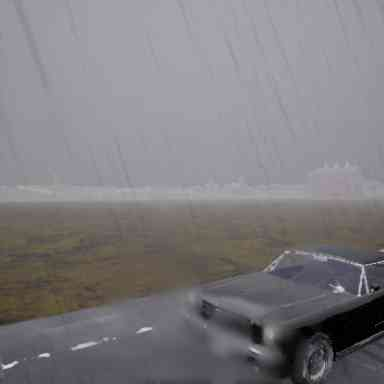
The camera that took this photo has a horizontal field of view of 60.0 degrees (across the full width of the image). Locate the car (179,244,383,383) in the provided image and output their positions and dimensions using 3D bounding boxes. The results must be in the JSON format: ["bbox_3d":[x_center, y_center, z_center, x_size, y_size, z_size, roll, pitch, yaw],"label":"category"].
[{"bbox_3d":[2.160,1.618,5.403,4.718,1.301,1.895,0,0,-35],"label":"car"}]
